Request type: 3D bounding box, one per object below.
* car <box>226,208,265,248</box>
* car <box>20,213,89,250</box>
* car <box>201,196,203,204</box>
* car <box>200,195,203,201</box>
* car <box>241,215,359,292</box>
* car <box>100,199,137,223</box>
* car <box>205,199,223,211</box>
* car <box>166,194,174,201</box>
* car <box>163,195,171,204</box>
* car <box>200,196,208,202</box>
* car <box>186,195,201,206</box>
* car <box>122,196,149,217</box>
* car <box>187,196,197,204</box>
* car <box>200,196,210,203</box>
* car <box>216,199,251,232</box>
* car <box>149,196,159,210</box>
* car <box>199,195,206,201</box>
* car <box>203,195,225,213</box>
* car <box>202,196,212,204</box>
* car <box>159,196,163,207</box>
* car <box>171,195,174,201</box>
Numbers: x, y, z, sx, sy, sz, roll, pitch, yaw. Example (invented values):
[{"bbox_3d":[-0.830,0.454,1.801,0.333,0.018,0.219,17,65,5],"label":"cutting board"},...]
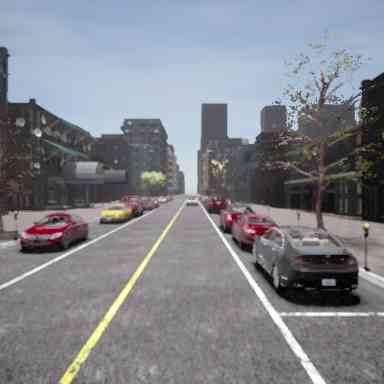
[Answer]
[{"bbox_3d":[2.703,1.579,14.277,1.802,1.307,4.206,1,0,0],"label":"car"},{"bbox_3d":[-5.677,1.579,14.282,1.802,1.307,4.206,1,0,0],"label":"car"},{"bbox_3d":[2.717,1.561,47.475,1.947,1.339,4.313,0,0,0],"label":"car"},{"bbox_3d":[2.727,1.540,52.702,1.887,1.381,4.507,0,0,0],"label":"car"},{"bbox_3d":[2.702,1.549,8.744,2.008,1.369,4.403,1,0,0],"label":"car"},{"bbox_3d":[-5.672,1.520,25.177,1.752,1.417,4.829,1,0,0],"label":"car"},{"bbox_3d":[2.715,1.560,41.942,1.947,1.339,4.313,0,0,0],"label":"car"},{"bbox_3d":[-5.776,1.446,87.609,1.967,1.590,4.097,0,0,0],"label":"car"},{"bbox_3d":[-5.725,1.523,65.554,1.752,1.417,4.829,1,0,0],"label":"car"},{"bbox_3d":[2.860,1.568,79.704,1.947,1.339,4.313,0,0,0],"label":"car"},{"bbox_3d":[0.024,1.596,55.211,1.895,1.301,4.718,0,0,0],"label":"car"},{"bbox_3d":[-5.668,1.309,30.881,2.192,1.841,5.009,1,0,0],"label":"car"},{"bbox_3d":[0.027,1.480,65.183,1.837,1.490,4.892,0,0,0],"label":"car"},{"bbox_3d":[2.828,1.550,72.159,2.008,1.369,4.403,0,0,0],"label":"car"},{"bbox_3d":[2.707,1.436,19.810,1.967,1.590,4.097,1,0,0],"label":"car"},{"bbox_3d":[-5.666,1.577,41.947,1.802,1.307,4.206,1,0,0],"label":"car"},{"bbox_3d":[2.864,1.588,88.706,1.802,1.307,4.206,0,0,0],"label":"car"},{"bbox_3d":[2.715,1.309,36.409,2.192,1.841,5.009,0,0,0],"label":"car"},{"bbox_3d":[2.785,1.522,63.938,1.752,1.417,4.829,0,0,0],"label":"car"},{"bbox_3d":[-5.662,1.435,47.480,1.967,1.590,4.097,1,0,0],"label":"car"},{"bbox_3d":[-5.774,1.552,76.790,2.008,1.369,4.403,0,0,0],"label":"car"}]
